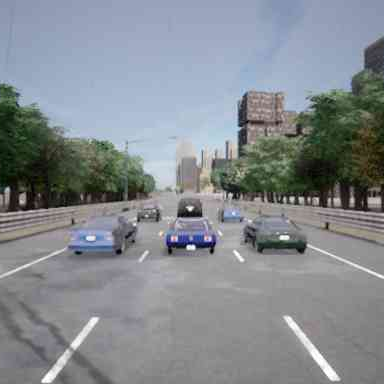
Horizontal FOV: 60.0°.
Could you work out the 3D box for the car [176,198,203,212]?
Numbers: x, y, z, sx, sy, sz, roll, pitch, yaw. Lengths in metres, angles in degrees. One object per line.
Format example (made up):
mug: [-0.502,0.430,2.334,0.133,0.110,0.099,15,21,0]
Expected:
car: [-0.187,1.499,29.182,2.150,2.045,5.566,0,0,-1]

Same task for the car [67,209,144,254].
car: [-3.541,1.682,14.085,2.033,1.411,5.357,0,-1,0]

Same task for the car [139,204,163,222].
car: [-3.688,1.778,29.410,2.128,1.511,4.902,0,0,-1]

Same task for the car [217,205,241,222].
car: [3.313,1.829,29.188,2.033,1.411,5.357,0,-1,-1]

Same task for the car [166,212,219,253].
car: [-0.040,1.736,14.227,1.895,1.301,4.718,0,-1,0]

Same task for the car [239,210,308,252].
car: [3.461,1.702,14.484,1.994,1.385,4.181,0,0,0]
